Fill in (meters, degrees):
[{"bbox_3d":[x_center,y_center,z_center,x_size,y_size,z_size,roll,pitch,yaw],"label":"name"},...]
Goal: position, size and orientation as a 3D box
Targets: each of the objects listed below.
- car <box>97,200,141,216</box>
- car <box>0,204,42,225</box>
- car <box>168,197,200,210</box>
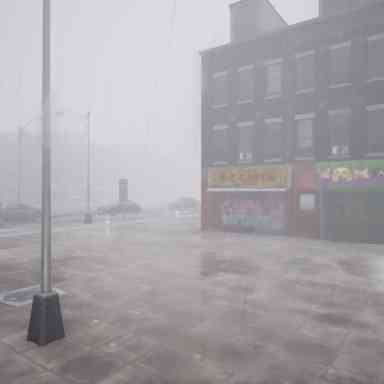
[{"bbox_3d":[-6.881,1.439,31.801,1.812,1.442,4.674,0,0,35],"label":"car"},{"bbox_3d":[-12.753,1.515,23.489,1.994,1.385,4.181,0,0,36],"label":"car"},{"bbox_3d":[-0.924,1.382,40.217,1.837,1.490,4.892,0,0,36],"label":"car"}]
